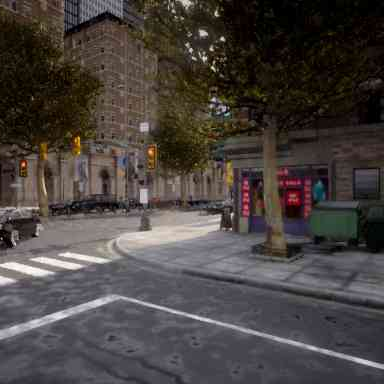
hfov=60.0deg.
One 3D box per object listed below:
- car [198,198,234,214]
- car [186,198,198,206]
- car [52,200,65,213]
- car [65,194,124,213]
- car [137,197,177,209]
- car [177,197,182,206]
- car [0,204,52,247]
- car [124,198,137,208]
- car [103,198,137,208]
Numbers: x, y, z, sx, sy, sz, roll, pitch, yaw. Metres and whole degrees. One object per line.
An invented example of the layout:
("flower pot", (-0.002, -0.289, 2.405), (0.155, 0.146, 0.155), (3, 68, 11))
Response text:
("car", (3.243, 1.548, 35.470), (2.033, 1.411, 5.357), (0, 0, 36))
("car", (1.425, 1.601, 52.756), (1.895, 1.301, 4.718), (0, 0, 36))
("car", (-13.763, 1.547, 37.679), (2.033, 1.411, 5.357), (0, 0, 36))
("car", (-10.498, 1.221, 36.226), (2.150, 2.045, 5.566), (0, 0, 36))
("car", (-4.594, 1.478, 44.420), (1.882, 1.535, 5.008), (0, 0, 36))
("car", (-2.268, 1.564, 53.623), (1.994, 1.385, 4.181), (0, 0, 36))
("car", (-8.299, 1.494, 14.904), (2.128, 1.511, 4.902), (-1, 0, -6))
("car", (-8.138, 1.526, 45.468), (1.812, 1.442, 4.674), (0, 0, 36))
("car", (-10.271, 1.595, 47.917), (1.895, 1.301, 4.718), (0, 0, 36))
